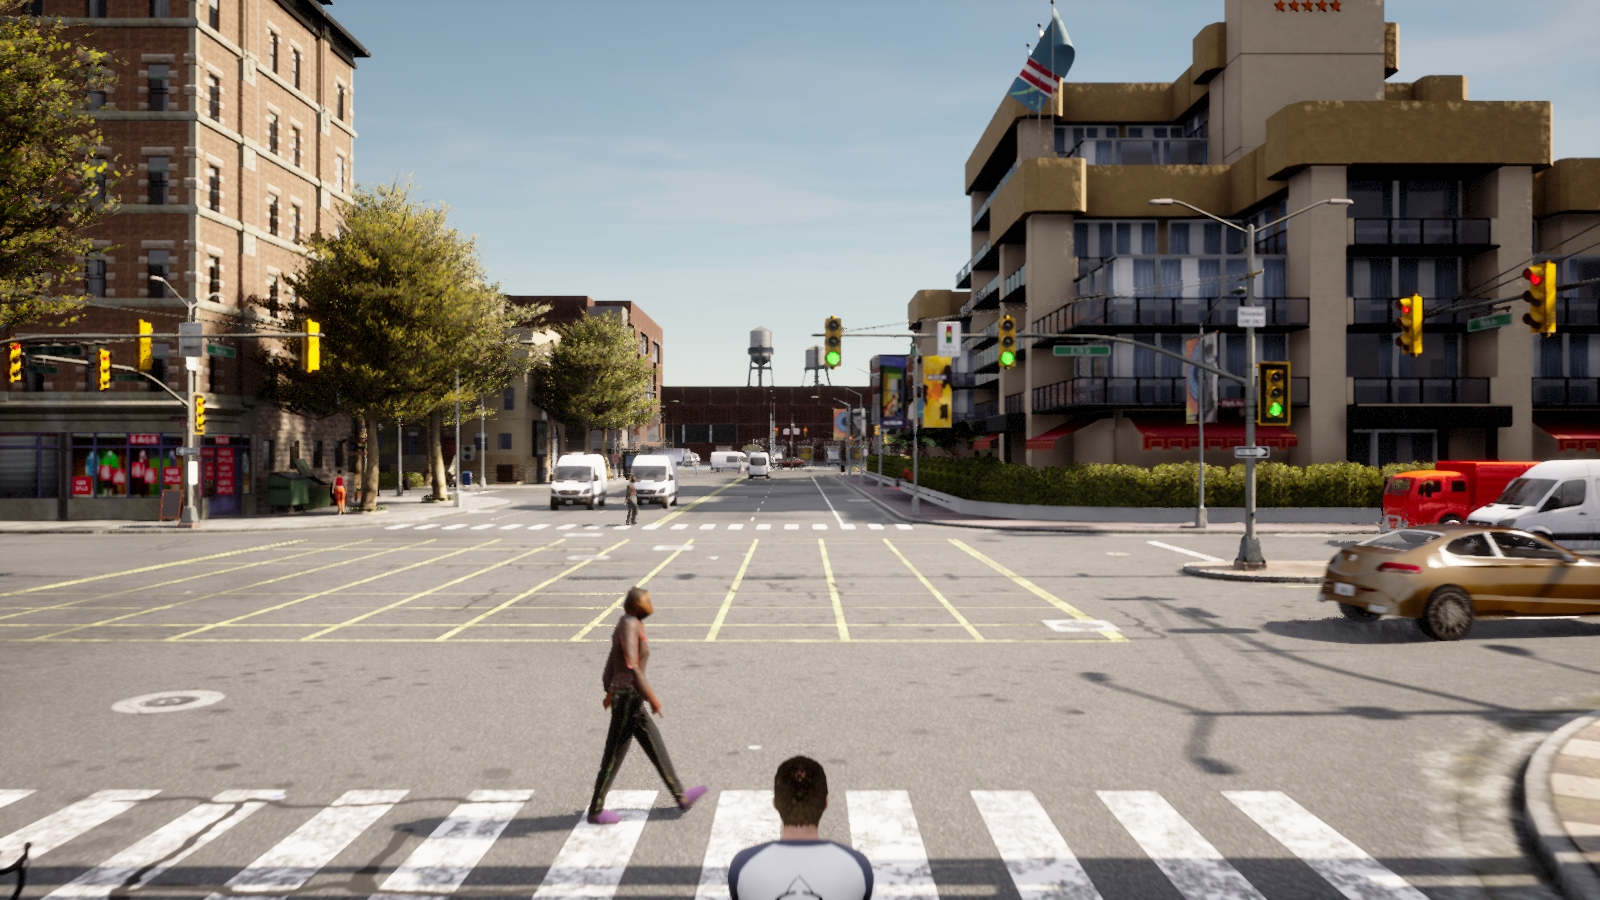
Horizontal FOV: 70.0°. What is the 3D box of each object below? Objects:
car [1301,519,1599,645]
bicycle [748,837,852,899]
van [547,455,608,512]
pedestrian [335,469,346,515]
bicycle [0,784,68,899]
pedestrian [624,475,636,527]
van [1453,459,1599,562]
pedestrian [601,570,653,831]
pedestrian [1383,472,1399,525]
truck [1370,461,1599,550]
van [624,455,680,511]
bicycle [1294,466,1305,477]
[{"bbox_3d":[10.816,1.992,17.948,5.027,1.651,2.152,0,0,-10],"label":"car"},{"bbox_3d":[0.001,2.205,3.883,0.373,1.196,1.643,0,1,0],"label":"bicycle"},{"bbox_3d":[-10.667,1.535,55.237,1.988,2.561,5.915,0,0,-2],"label":"van"},{"bbox_3d":[-18.683,1.697,46.425,0.375,1.860,0.375,0,0,-29],"label":"pedestrian"},{"bbox_3d":[-3.613,2.206,4.684,0.373,1.196,1.643,0,0,-8],"label":"bicycle"},{"bbox_3d":[-6.199,1.850,41.676,0.375,1.860,0.375,0,0,6],"label":"pedestrian"},{"bbox_3d":[20.501,1.535,29.718,5.915,2.561,1.988,0,0,0],"label":"van"},{"bbox_3d":[-1.295,1.849,8.547,0.375,1.860,0.375,0,0,-9],"label":"pedestrian"},{"bbox_3d":[20.831,1.696,40.294,0.375,1.860,0.375,0,0,-2],"label":"pedestrian"},{"bbox_3d":[19.823,1.568,33.225,5.204,2.467,2.627,0,0,0],"label":"truck"},{"bbox_3d":[-7.196,1.535,56.040,1.988,2.561,5.915,0,0,0],"label":"van"},{"bbox_3d":[51.375,2.211,117.491,0.329,1.171,1.835,0,0,1],"label":"bicycle"}]
